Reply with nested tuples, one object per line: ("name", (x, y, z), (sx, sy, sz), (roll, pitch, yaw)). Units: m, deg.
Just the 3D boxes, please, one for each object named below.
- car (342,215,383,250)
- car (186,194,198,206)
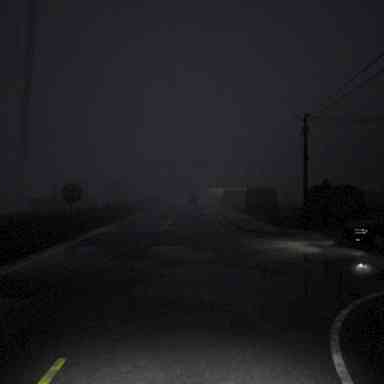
("car", (8.934, 1.516, 13.883), (5.008, 1.535, 1.882), (0, 0, 1))
("car", (0.049, 1.521, 56.431), (1.837, 1.490, 4.892), (0, 0, 0))
